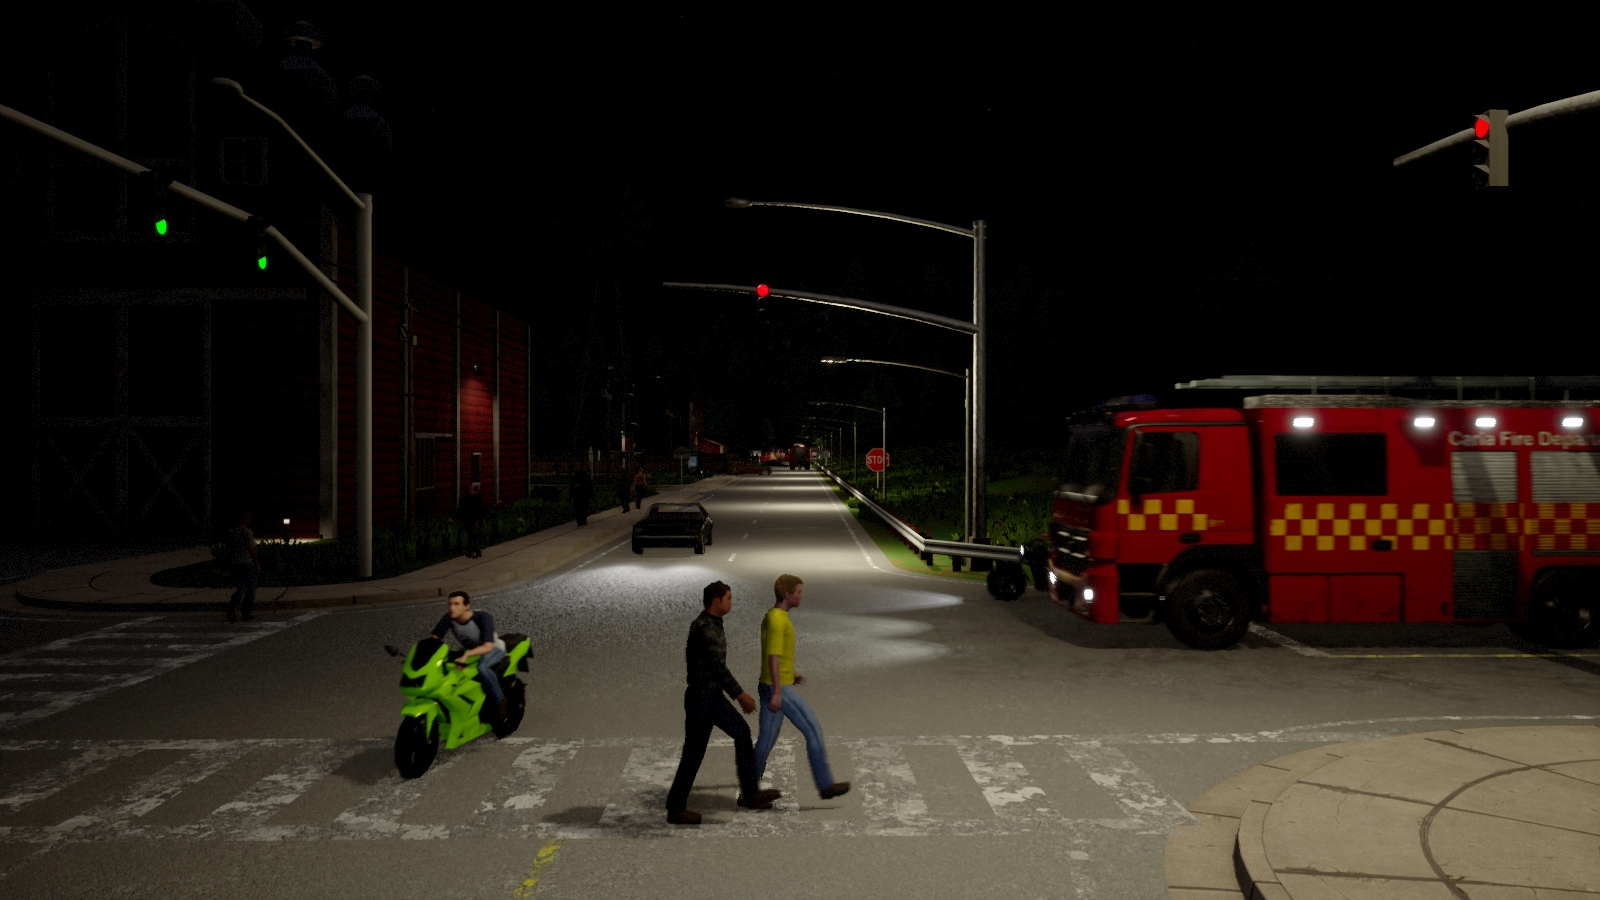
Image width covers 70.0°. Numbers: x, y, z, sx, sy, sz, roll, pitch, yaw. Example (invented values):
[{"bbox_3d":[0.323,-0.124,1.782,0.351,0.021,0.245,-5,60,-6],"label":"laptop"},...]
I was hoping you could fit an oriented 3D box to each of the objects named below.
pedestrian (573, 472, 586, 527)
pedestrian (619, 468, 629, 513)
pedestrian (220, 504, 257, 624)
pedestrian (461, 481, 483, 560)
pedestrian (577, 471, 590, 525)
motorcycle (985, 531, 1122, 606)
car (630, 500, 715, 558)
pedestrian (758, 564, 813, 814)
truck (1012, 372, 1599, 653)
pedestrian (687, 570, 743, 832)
[{"bbox_3d":[-7.512,1.672,38.863,0.375,1.860,0.375,0,0,-2],"label":"pedestrian"},{"bbox_3d":[-7.284,1.668,47.357,0.375,1.860,0.375,0,0,0],"label":"pedestrian"},{"bbox_3d":[-8.961,1.810,18.237,0.375,1.860,0.375,0,0,13],"label":"pedestrian"},{"bbox_3d":[-7.811,1.680,27.241,0.375,1.860,0.375,0,0,14],"label":"pedestrian"},{"bbox_3d":[-7.507,1.670,39.639,0.375,1.860,0.375,0,0,-1],"label":"pedestrian"},{"bbox_3d":[4.581,2.136,20.805,2.356,1.277,0.764,-1,-1,8],"label":"motorcycle"},{"bbox_3d":[-3.455,2.136,31.771,1.895,1.301,4.718,0,0,0],"label":"car"},{"bbox_3d":[-0.117,1.838,8.898,0.375,1.860,0.375,0,0,-9],"label":"pedestrian"},{"bbox_3d":[7.685,0.853,17.074,8.468,3.827,2.891,0,0,-1],"label":"truck"},{"bbox_3d":[-0.624,1.839,8.479,0.375,1.860,0.375,0,0,2],"label":"pedestrian"}]
